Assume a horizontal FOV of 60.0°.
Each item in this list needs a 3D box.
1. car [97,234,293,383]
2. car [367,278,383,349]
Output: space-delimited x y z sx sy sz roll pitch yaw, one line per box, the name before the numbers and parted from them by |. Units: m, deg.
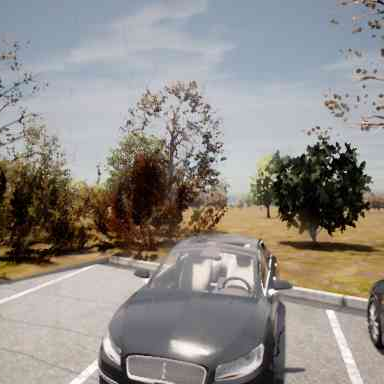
car | 0.401 1.485 5.222 2.231 1.521 4.892 1 -1 16
car | 3.158 1.487 3.242 2.231 1.521 4.892 0 -1 15
